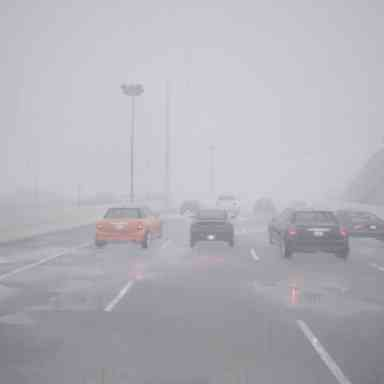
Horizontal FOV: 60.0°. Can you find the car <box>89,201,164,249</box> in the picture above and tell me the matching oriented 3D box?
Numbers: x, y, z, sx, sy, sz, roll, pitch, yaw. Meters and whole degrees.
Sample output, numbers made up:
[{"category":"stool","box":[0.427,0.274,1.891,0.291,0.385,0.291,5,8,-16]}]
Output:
[{"category":"car","box":[-2.588,1.351,14.825,2.097,1.767,4.553,0,0,5]}]

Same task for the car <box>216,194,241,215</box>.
[{"category":"car","box":[3.697,1.240,33.523,2.150,2.045,5.566,0,0,11]}]

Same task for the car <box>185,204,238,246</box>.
[{"category":"car","box":[0.966,1.512,15.350,1.837,1.490,4.892,0,0,5]}]

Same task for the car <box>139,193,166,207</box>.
[{"category":"car","box":[-6.073,1.225,52.454,2.150,2.045,5.566,0,0,17]}]

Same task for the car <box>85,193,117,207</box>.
[{"category":"car","box":[-13.802,1.206,51.044,2.150,2.045,5.566,0,0,16]}]

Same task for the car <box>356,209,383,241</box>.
[{"category":"car","box":[8.114,1.571,16.867,2.033,1.411,5.357,0,0,6]}]

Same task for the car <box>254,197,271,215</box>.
[{"category":"car","box":[7.545,1.380,34.651,2.097,1.767,4.553,0,0,12]}]

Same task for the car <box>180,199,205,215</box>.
[{"category":"car","box":[0.110,1.516,33.320,1.837,1.490,4.892,0,0,11]}]

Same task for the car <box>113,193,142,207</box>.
[{"category":"car","box":[-9.954,1.215,51.762,2.150,2.045,5.566,0,0,17]}]

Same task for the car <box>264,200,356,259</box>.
[{"category":"car","box":[4.268,1.366,12.898,2.097,1.767,4.553,0,0,5]}]
